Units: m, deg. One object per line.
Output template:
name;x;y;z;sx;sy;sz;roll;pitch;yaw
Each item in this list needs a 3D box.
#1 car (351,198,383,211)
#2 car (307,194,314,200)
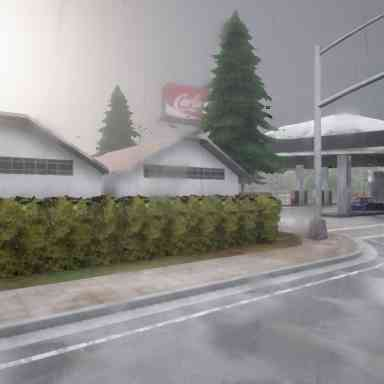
car;20.748;1.480;39.301;4.611;1.667;2.242;0;0;-36
car;31.771;1.330;88.805;2.152;1.636;5.027;0;0;-36
